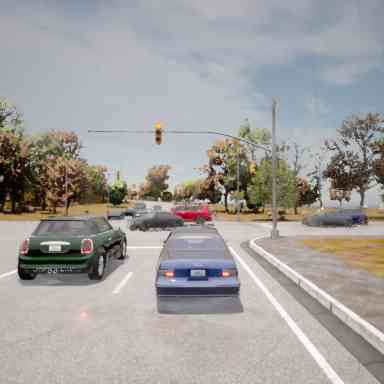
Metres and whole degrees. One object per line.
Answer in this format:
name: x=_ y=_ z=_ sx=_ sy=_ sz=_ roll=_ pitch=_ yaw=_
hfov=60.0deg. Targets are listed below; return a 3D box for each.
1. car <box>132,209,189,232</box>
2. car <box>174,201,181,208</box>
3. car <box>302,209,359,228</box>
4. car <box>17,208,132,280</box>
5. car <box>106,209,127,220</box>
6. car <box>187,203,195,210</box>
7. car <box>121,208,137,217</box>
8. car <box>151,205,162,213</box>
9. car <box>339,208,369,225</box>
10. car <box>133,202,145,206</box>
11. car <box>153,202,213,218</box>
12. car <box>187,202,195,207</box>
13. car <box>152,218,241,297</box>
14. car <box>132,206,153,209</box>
car: x=-2.755 y=2.211 z=25.243 sx=4.674 sy=1.442 sz=1.812 roll=2 pitch=-4 yaw=-41
car: x=-3.859 y=3.243 z=87.838 sx=1.837 sy=1.490 sz=4.892 roll=0 pitch=0 yaw=-4
car: x=11.991 y=2.446 z=29.570 sx=4.181 sy=1.385 sz=1.994 roll=0 pitch=-3 yaw=-2
car: x=-3.447 y=1.485 z=10.487 sx=2.097 sy=1.767 sz=4.553 roll=0 pitch=-1 yaw=0
car: x=-10.775 y=3.206 z=47.571 sx=2.033 sy=1.411 sz=5.357 roll=0 pitch=-2 yaw=-3
car: x=-0.235 y=3.462 z=77.751 sx=1.812 sy=1.442 sz=4.674 roll=0 pitch=0 yaw=0
car: x=-10.757 y=3.501 z=57.447 sx=1.895 sy=1.301 sz=4.718 roll=0 pitch=-1 yaw=0
car: x=-7.218 y=3.483 z=67.950 sx=1.837 sy=1.490 sz=4.892 roll=0 pitch=0 yaw=0
car: x=14.964 y=2.400 z=33.190 sx=4.553 sy=1.767 sz=2.097 roll=0 pitch=-3 yaw=-3
car: x=-10.708 y=3.200 z=68.205 sx=2.150 sy=2.045 sz=5.566 roll=0 pitch=0 yaw=0
car: x=-0.736 y=2.267 z=33.051 sx=5.566 sy=2.045 sz=2.150 roll=0 pitch=-3 yaw=1
car: x=-0.360 y=3.299 z=87.934 sx=1.994 sy=1.385 sz=4.181 roll=0 pitch=0 yaw=-4
car: x=0.065 y=1.645 z=8.873 sx=2.033 sy=1.411 sz=5.357 roll=0 pitch=-1 yaw=-1
car: x=-7.234 y=3.155 z=47.768 sx=2.128 sy=1.511 sz=4.902 roll=0 pitch=-2 yaw=1
